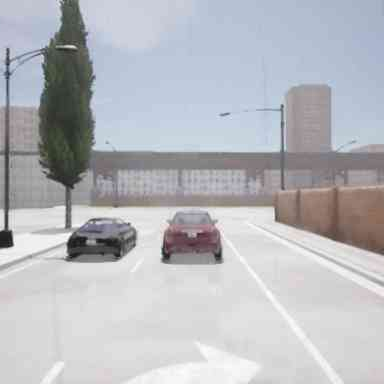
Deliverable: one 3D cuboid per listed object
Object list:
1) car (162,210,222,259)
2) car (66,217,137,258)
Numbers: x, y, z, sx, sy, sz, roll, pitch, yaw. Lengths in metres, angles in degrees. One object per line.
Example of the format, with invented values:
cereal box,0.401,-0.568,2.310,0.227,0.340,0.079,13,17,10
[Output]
car,0.020,1.498,13.402,2.097,1.767,4.553,0,-1,0
car,-3.479,1.713,13.522,1.994,1.385,4.181,0,-1,0
